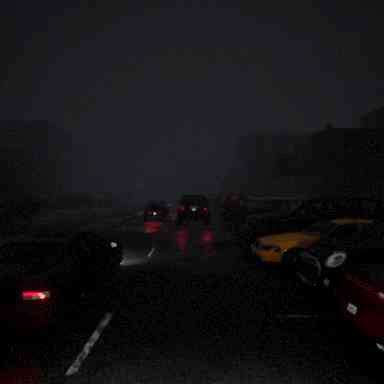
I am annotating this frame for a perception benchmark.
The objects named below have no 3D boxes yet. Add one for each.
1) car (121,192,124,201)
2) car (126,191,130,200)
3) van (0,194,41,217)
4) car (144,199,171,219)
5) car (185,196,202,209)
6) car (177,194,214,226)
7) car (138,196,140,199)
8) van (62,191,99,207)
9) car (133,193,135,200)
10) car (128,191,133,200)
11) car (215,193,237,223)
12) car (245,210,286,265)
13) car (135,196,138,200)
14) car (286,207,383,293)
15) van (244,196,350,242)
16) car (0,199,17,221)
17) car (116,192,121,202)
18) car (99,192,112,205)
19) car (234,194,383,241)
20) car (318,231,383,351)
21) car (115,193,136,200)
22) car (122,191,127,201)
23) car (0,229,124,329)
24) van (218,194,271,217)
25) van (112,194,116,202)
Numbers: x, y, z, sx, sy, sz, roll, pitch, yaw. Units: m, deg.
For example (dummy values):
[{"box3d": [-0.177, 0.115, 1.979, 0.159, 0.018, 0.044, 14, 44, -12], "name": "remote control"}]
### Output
[{"box3d": [-15.866, 1.157, 62.614, 4.792, 1.488, 2.163, 0, 0, 0], "name": "car"}, {"box3d": [-15.912, 1.124, 68.126, 4.892, 1.521, 2.231, 0, 0, 0], "name": "car"}, {"box3d": [-15.946, 1.146, 29.530, 4.442, 1.987, 1.878, 0, 0, 0], "name": "van"}, {"box3d": [-2.875, 1.398, 28.049, 1.837, 1.490, 4.892, 0, 0, 0], "name": "car"}, {"box3d": [0.181, 1.326, 42.842, 2.033, 1.411, 5.357, 0, 1, 0], "name": "car"}, {"box3d": [0.118, 1.149, 23.250, 2.150, 2.045, 5.566, 0, 1, 0], "name": "car"}, {"box3d": [-15.937, 1.216, 81.905, 4.674, 1.452, 2.002, 0, 0, 0], "name": "car"}, {"box3d": [-15.746, 1.001, 46.074, 4.442, 1.987, 1.878, 0, 1, 0], "name": "van"}, {"box3d": [-15.922, 1.133, 73.638, 5.008, 1.535, 2.097, 0, 0, 0], "name": "car"}, {"box3d": [-15.907, 1.127, 70.882, 5.008, 1.535, 2.097, 0, 0, 0], "name": "car"}, {"box3d": [4.751, 1.156, 24.107, 5.566, 2.045, 2.435, 0, 0, 0], "name": "car"}, {"box3d": [4.524, 1.462, 10.089, 5.366, 1.575, 1.946, 0, 0, 0], "name": "car"}, {"box3d": [-15.952, 0.893, 76.395, 5.566, 2.045, 2.435, 0, 0, 0], "name": "car"}, {"box3d": [4.740, 1.345, 7.432, 4.553, 1.767, 2.185, 0, 0, 0], "name": "car"}, {"box3d": [4.827, 1.221, 15.771, 4.442, 1.987, 1.878, 0, 0, 0], "name": "van"}, {"box3d": [-15.789, 1.437, 24.013, 4.792, 1.488, 2.163, 0, 0, 0], "name": "car"}, {"box3d": [-15.896, 1.135, 59.858, 5.008, 1.535, 2.097, 0, 0, 0], "name": "car"}, {"box3d": [-15.845, 0.928, 51.585, 5.566, 2.045, 2.435, 0, 1, 0], "name": "car"}, {"box3d": [4.679, 1.205, 12.872, 5.566, 2.045, 2.435, 0, 0, 0], "name": "car"}, {"box3d": [4.704, 1.475, 4.654, 5.008, 1.535, 2.097, 0, 0, 0], "name": "car"}, {"box3d": [-15.896, 1.033, 79.150, 4.553, 1.767, 2.185, 0, 0, 0], "name": "car"}, {"box3d": [-15.908, 1.125, 65.370, 4.892, 1.521, 2.231, 0, 0, 0], "name": "car"}, {"box3d": [-2.901, 1.538, 7.289, 2.033, 1.411, 5.357, 0, 0, 0], "name": "car"}, {"box3d": [4.620, 1.146, 29.667, 4.442, 1.987, 1.878, 0, 0, 0], "name": "van"}, {"box3d": [-16.000, 0.920, 57.222, 4.442, 1.987, 1.878, 0, 0, 0], "name": "van"}]
